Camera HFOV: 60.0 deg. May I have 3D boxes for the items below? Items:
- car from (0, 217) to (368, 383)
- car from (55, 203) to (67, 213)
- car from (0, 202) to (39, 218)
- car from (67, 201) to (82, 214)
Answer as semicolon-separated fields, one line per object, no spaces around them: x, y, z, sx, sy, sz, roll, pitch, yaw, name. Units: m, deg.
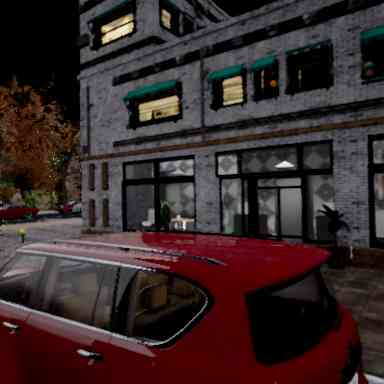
-0.899;1.345;3.548;5.009;1.841;2.192;-1;-1;36;car
-13.791;1.746;39.043;1.994;1.385;4.181;-2;0;37;car
-16.522;1.798;29.976;1.895;1.301;4.718;-2;0;37;car
-11.067;1.453;37.269;2.097;1.767;4.553;-2;0;37;car
